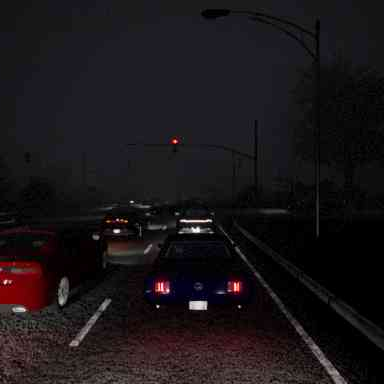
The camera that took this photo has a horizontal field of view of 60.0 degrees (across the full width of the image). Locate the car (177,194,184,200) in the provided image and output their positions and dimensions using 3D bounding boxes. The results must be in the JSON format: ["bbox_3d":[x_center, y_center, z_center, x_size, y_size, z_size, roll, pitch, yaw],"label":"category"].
[{"bbox_3d":[-3.222,1.328,95.054,1.882,1.535,5.008,0,0,1],"label":"car"}]

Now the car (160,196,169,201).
[{"bbox_3d":[-6.794,1.595,83.191,1.895,1.301,4.718,0,0,0],"label":"car"}]

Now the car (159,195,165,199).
[{"bbox_3d":[-6.890,1.601,63.447,1.895,1.301,4.718,0,0,1],"label":"car"}]

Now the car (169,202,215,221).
[{"bbox_3d":[0.151,1.491,17.023,2.128,1.511,4.902,0,0,-1],"label":"car"}]

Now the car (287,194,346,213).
[{"bbox_3d":[13.704,1.221,36.135,5.566,2.045,2.150,0,0,3],"label":"car"}]

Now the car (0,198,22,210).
[{"bbox_3d":[-23.841,1.526,41.856,4.674,1.442,1.812,0,0,3],"label":"car"}]

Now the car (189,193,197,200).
[{"bbox_3d":[0.275,1.225,94.667,2.150,2.045,5.566,0,0,1],"label":"car"}]

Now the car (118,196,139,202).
[{"bbox_3d":[-10.484,1.491,53.168,2.128,1.511,4.902,0,0,1],"label":"car"}]

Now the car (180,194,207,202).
[{"bbox_3d":[0.497,1.491,45.929,2.128,1.511,4.902,-1,0,-20],"label":"car"}]

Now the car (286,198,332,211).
[{"bbox_3d":[13.900,1.504,39.632,4.892,1.490,1.837,0,0,3],"label":"car"}]

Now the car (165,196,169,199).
[{"bbox_3d":[-6.821,1.478,73.208,1.882,1.535,5.008,0,0,0],"label":"car"}]

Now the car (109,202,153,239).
[{"bbox_3d":[-3.358,1.505,17.286,1.837,1.490,4.892,0,0,0],"label":"car"}]

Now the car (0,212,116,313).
[{"bbox_3d":[-3.382,1.478,7.788,1.882,1.535,5.008,0,0,0],"label":"car"}]

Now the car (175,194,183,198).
[{"bbox_3d":[-3.289,1.532,84.646,2.033,1.411,5.357,0,0,0],"label":"car"}]

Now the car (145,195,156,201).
[{"bbox_3d":[-10.295,1.540,82.824,2.033,1.411,5.357,0,0,0],"label":"car"}]

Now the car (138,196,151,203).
[{"bbox_3d":[-10.322,1.540,72.520,2.033,1.411,5.357,0,0,0],"label":"car"}]

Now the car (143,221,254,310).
[{"bbox_3d":[0.119,1.601,7.761,1.895,1.301,4.718,0,0,0],"label":"car"}]

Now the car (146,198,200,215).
[{"bbox_3d":[-1.852,1.601,33.172,4.718,1.301,1.895,0,0,-37],"label":"car"}]

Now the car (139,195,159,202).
[{"bbox_3d":[-6.956,1.564,54.686,1.994,1.385,4.181,0,0,-1],"label":"car"}]
